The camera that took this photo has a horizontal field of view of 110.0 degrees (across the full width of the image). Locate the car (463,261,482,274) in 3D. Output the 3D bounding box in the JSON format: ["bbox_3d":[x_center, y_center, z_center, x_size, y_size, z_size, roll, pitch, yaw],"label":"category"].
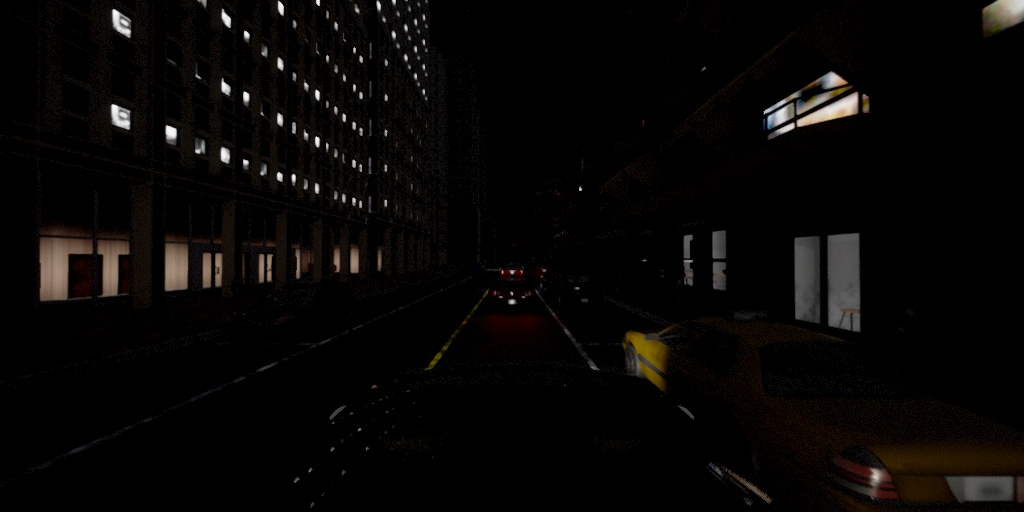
[{"bbox_3d":[-5.680,1.767,49.343,1.948,1.339,4.313,0,0,0],"label":"car"}]

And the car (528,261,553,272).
[{"bbox_3d":[2.697,1.352,32.396,2.192,1.841,5.009,0,0,0],"label":"car"}]

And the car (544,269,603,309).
[{"bbox_3d":[2.693,1.427,15.452,2.007,1.370,4.403,0,0,0],"label":"car"}]

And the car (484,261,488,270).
[{"bbox_3d":[-5.678,1.864,60.640,2.007,1.370,4.403,0,0,0],"label":"car"}]

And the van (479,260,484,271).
[{"bbox_3d":[-5.680,1.598,54.991,1.690,1.789,3.998,0,0,0],"label":"van"}]

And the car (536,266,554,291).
[{"bbox_3d":[2.694,1.495,21.100,1.948,1.339,4.313,0,0,0],"label":"car"}]

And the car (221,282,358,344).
[{"bbox_3d":[-5.688,1.406,9.805,1.802,1.307,4.207,0,0,0],"label":"car"}]

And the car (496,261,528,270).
[{"bbox_3d":[0.009,1.373,30.922,2.097,1.767,4.553,0,-1,0],"label":"car"}]

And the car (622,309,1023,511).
[{"bbox_3d":[2.691,1.297,4.325,1.751,1.417,4.829,0,0,0],"label":"car"}]

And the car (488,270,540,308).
[{"bbox_3d":[0.004,1.482,15.946,1.895,1.301,4.718,0,0,0],"label":"car"}]
